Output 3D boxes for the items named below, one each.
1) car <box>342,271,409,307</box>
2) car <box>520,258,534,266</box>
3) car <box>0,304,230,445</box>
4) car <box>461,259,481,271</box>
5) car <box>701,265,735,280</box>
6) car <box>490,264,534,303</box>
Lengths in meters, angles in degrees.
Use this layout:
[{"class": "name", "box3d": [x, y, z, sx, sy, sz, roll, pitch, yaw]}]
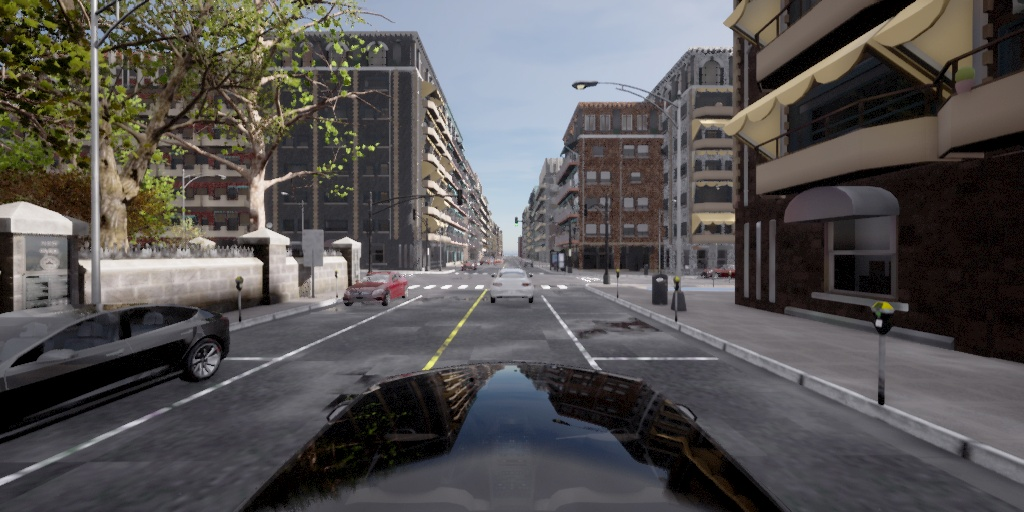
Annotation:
[{"class": "car", "box3d": [-5.689, 1.330, 15.493, 1.802, 1.307, 4.207, 0, 0, 0]}, {"class": "car", "box3d": [2.691, 1.300, 59.175, 2.007, 1.370, 4.403, 0, 0, 0]}, {"class": "car", "box3d": [-5.689, 1.314, 4.423, 1.948, 1.339, 4.313, 0, 0, 0]}, {"class": "car", "box3d": [-5.689, 1.189, 47.903, 1.967, 1.591, 4.097, 0, 0, 0]}, {"class": "car", "box3d": [21.380, 1.571, 36.340, 4.097, 1.591, 1.967, 0, 0, -1]}, {"class": "car", "box3d": [0.000, 1.282, 16.500, 1.812, 1.442, 4.674, 0, 0, 0]}]
